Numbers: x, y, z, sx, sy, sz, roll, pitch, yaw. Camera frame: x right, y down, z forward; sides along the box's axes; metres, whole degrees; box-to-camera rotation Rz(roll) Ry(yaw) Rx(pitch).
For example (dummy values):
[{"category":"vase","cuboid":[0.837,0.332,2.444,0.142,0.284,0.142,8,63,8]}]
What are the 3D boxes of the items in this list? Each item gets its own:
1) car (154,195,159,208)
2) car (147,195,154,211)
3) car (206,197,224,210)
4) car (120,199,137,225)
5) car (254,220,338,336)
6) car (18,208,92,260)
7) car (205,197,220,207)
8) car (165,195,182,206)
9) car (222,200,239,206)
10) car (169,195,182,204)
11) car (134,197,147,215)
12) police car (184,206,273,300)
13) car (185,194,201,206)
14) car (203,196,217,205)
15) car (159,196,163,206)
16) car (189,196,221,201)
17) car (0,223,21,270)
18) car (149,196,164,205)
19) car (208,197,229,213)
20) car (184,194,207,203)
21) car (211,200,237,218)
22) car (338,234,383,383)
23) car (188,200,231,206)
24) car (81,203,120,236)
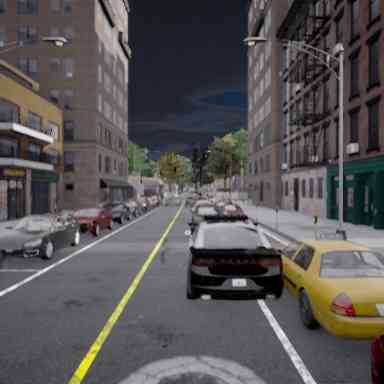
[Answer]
[{"category":"car","cuboid":[-5.351,1.298,39.416,1.752,1.417,4.829,0,0,0]},{"category":"car","cuboid":[-5.356,1.241,34.067,1.967,1.590,4.097,0,0,0]},{"category":"car","cuboid":[2.675,1.316,39.582,1.887,1.381,4.507,0,0,0]},{"category":"car","cuboid":[-5.366,1.428,23.031,1.947,1.339,4.313,0,0,0]},{"category":"car","cuboid":[2.640,1.485,6.641,1.752,1.417,4.829,0,0,0]},{"category":"car","cuboid":[-5.376,1.478,11.993,2.008,1.369,4.403,0,0,0]},{"category":"car","cuboid":[2.680,1.325,45.100,1.802,1.307,4.206,0,0,0]},{"category":"car","cuboid":[-2.777,1.335,46.739,1.895,1.301,4.718,0,0,0]},{"category":"car","cuboid":[2.660,1.444,23.027,1.802,1.307,4.206,0,0,0]},{"category":"car","cuboid":[-2.697,1.251,56.327,1.994,1.385,4.181,0,0,0]},{"category":"car","cuboid":[-5.360,1.381,28.549,2.008,1.369,4.403,0,0,0]},{"category":"police car","cuboid":[0.833,1.374,8.432,1.930,1.638,5.238,0,0,0]},{"category":"car","cuboid":[0.061,1.228,46.229,2.128,1.511,4.902,0,0,1]},{"category":"car","cuboid":[2.685,1.280,50.618,1.947,1.339,4.313,0,0,0]},{"category":"car","cuboid":[-5.345,1.183,45.105,1.967,1.590,4.097,0,0,0]},{"category":"car","cuboid":[0.848,1.309,24.513,1.801,1.575,5.366,0,0,0]},{"category":"car","cuboid":[-5.381,1.542,6.475,1.802,1.307,4.206,0,0,0]},{"category":"car","cuboid":[-5.340,1.296,50.624,1.802,1.307,4.206,0,0,0]},{"category":"car","cuboid":[2.670,1.325,34.233,1.752,1.417,4.829,0,0,0]},{"category":"car","cuboid":[0.685,1.144,59.499,1.882,1.535,5.008,0,0,27]},{"category":"car","cuboid":[2.664,1.412,28.545,1.802,1.307,4.206,0,0,0]},{"category":"car","cuboid":[2.639,1.308,0.953,2.192,1.841,5.009,0,0,0]},{"category":"car","cuboid":[0.842,1.416,18.323,1.812,1.442,4.674,0,0,0]},{"category":"car","cuboid":[-5.371,1.439,17.512,1.887,1.381,4.507,0,0,0]}]
